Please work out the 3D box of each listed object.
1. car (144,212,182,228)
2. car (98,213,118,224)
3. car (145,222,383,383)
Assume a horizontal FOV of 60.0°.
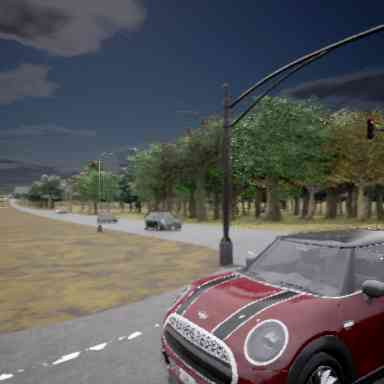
[{"bbox_3d":[-2.696,2.602,30.396,2.097,1.767,4.553,0,-3,-29],"label":"car"},{"bbox_3d":[-11.806,3.684,46.604,1.994,1.385,4.181,0,-3,-29],"label":"car"},{"bbox_3d":[1.852,1.382,4.720,4.553,1.767,2.097,0,-1,-32],"label":"car"}]
